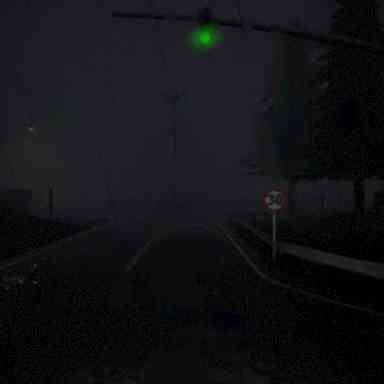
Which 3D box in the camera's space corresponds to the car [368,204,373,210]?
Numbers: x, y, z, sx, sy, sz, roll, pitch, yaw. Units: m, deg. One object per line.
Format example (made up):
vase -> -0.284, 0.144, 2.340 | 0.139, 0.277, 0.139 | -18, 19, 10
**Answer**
car -> 19.742, 1.563, 32.847 | 4.181, 1.385, 1.994 | 0, 0, 1
